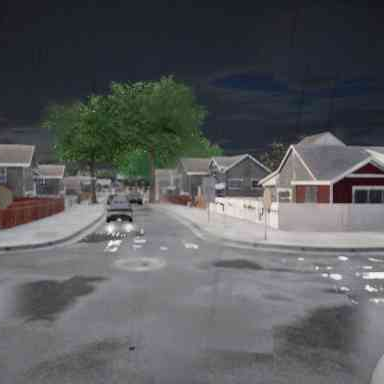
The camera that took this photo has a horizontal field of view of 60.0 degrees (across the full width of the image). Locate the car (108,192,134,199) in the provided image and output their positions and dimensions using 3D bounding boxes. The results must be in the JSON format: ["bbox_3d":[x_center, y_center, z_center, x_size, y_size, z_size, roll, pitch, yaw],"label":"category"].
[{"bbox_3d":[-8.271,1.221,38.394,2.097,1.767,4.553,0,0,-14],"label":"car"}]

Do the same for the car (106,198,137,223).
[{"bbox_3d":[-5.332,1.465,24.850,2.033,1.411,5.357,0,0,-10],"label":"car"}]

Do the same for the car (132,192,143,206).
[{"bbox_3d":[-8.912,1.028,51.011,2.150,2.045,5.566,0,0,-16],"label":"car"}]

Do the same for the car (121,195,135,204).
[{"bbox_3d":[-11.758,1.264,60.968,2.128,1.511,4.902,0,0,-15],"label":"car"}]
